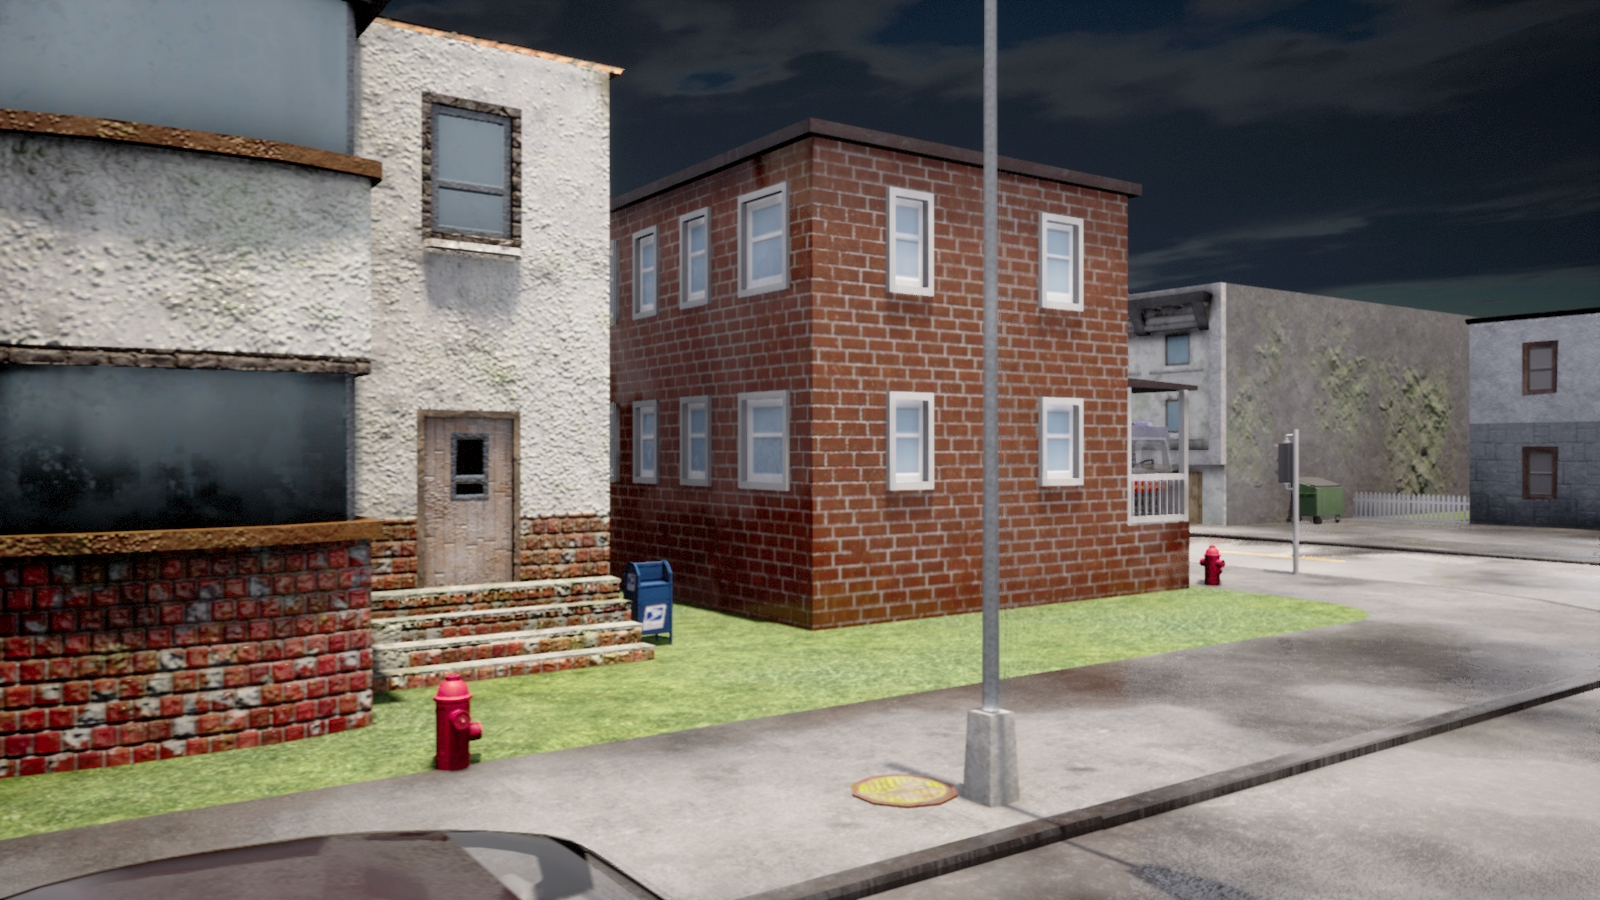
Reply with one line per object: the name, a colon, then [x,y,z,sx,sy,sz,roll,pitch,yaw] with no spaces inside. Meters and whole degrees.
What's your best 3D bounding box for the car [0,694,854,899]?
car: [-1.874,1.804,3.037,3.705,1.549,1.789,0,0,-35]
